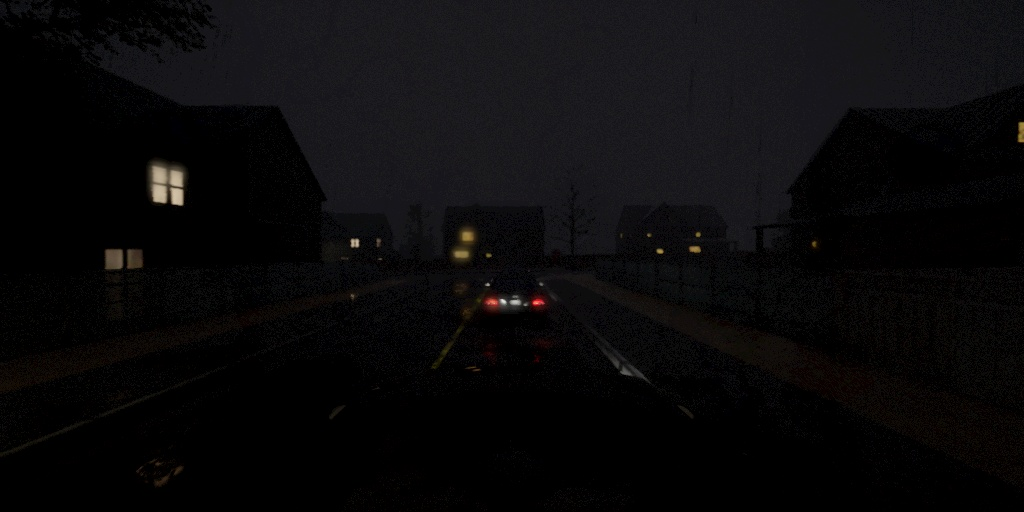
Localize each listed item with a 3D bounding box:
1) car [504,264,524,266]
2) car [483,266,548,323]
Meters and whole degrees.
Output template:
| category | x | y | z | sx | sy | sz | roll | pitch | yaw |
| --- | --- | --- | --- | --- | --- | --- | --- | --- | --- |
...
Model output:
| category | x | y | z | sx | sy | sz | roll | pitch | yaw |
| --- | --- | --- | --- | --- | --- | --- | --- | --- | --- |
| car | 0.129 | 1.177 | 22.010 | 2.033 | 1.411 | 5.357 | 0 | 0 | 2 |
| car | 0.096 | 1.233 | 11.712 | 2.033 | 1.411 | 5.357 | 0 | 0 | 0 |
